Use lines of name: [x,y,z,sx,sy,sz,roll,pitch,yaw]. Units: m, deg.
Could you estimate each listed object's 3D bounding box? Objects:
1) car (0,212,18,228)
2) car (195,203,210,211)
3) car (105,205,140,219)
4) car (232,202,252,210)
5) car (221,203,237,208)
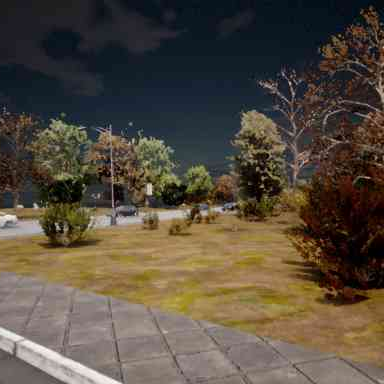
car: [-16.974,2.412,27.682,1.812,1.442,4.674,-3,-2,34]
car: [1.479,2.659,56.694,1.994,1.385,4.181,-3,-2,32]
car: [-8.510,2.436,40.881,1.837,1.490,4.892,-3,-2,32]
car: [9.414,2.577,62.496,1.895,1.301,4.718,-3,-2,33]
car: [6.300,2.313,51.018,1.895,1.301,4.718,-3,-2,32]
